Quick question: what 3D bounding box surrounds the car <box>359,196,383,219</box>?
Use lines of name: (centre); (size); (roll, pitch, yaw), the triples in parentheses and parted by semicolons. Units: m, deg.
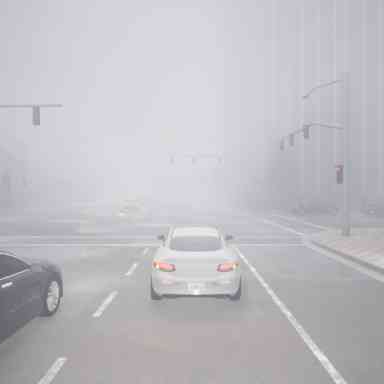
car: (17.720, 1.221, 29.064); (5.566, 2.045, 2.150); (0, 0, 0)

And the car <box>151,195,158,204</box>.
car: (-7.987, 1.352, 65.627); (2.097, 1.767, 4.553); (0, 0, 0)

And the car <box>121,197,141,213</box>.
car: (-7.028, 1.477, 37.778); (1.882, 1.535, 5.008); (0, 0, -10)

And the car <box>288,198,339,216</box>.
car: (11.782, 1.352, 32.522); (4.553, 1.767, 2.097); (0, 0, 0)

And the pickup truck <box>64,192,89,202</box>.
pickup truck: (-24.638, 1.059, 70.291); (2.390, 2.098, 6.274); (0, 0, 30)

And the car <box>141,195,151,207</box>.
car: (-7.842, 1.500, 51.043); (1.837, 1.490, 4.892); (0, 1, -1)

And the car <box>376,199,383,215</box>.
car: (21.007, 1.478, 32.585); (5.008, 1.535, 1.882); (0, 0, 0)

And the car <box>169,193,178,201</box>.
car: (-4.723, 1.225, 85.507); (2.150, 2.045, 5.566); (0, 0, -1)

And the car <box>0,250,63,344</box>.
car: (-3.434, 1.505, 4.582); (1.837, 1.490, 4.892); (0, 0, 1)

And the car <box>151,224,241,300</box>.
car: (0.080, 1.526, 8.231); (1.812, 1.442, 4.674); (0, 0, 0)
